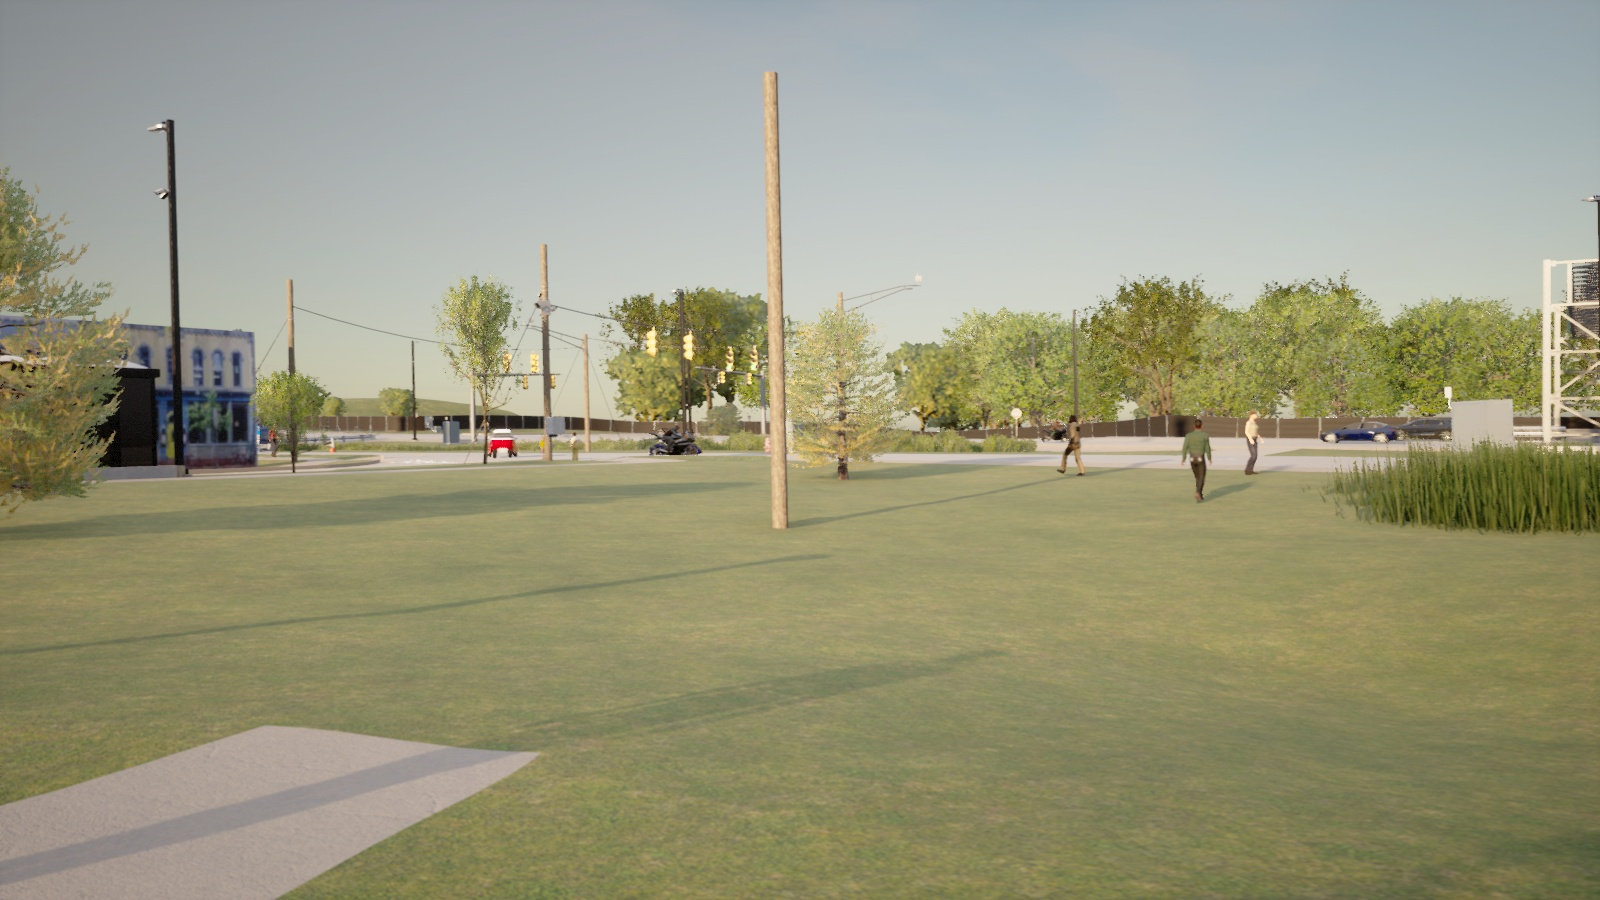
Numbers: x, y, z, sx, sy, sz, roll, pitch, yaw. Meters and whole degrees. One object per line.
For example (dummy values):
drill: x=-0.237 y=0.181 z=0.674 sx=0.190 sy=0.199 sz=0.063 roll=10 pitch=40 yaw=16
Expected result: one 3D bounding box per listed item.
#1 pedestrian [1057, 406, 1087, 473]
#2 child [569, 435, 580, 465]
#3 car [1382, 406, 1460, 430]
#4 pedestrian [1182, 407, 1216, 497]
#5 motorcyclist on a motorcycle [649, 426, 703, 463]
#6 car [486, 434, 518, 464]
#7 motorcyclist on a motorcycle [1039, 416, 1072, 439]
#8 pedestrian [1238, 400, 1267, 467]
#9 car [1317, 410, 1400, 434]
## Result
pedestrian: x=7.965 y=-0.301 z=36.790 sx=0.396 sy=1.930 sz=0.692 roll=-3 pitch=1 yaw=-39
child: x=-9.545 y=-0.004 z=53.156 sx=0.270 sy=1.263 sz=0.437 roll=-2 pitch=0 yaw=10
car: x=43.925 y=-2.246 z=88.911 sx=4.856 sy=1.649 sz=2.033 roll=0 pitch=1 yaw=23
pedestrian: x=8.732 y=0.035 z=27.473 sx=0.423 sy=1.949 sz=0.788 roll=-2 pitch=1 yaw=33
motorcyclist on a motorcycle: x=-5.445 y=-0.240 z=55.189 sx=2.191 sy=1.530 sz=0.866 roll=-2 pitch=2 yaw=3
car: x=-14.681 y=-0.075 z=61.830 sx=1.481 sy=1.376 sz=2.207 roll=-2 pitch=1 yaw=-14
motorcyclist on a motorcycle: x=17.734 y=-1.558 z=87.090 sx=2.044 sy=1.523 sz=0.797 roll=0 pitch=1 yaw=32
pedestrian: x=12.747 y=-0.460 z=35.369 sx=0.345 sy=1.836 sz=0.594 roll=-3 pitch=1 yaw=-40
car: x=37.035 y=-1.829 z=83.340 sx=4.792 sy=1.488 sz=2.163 roll=0 pitch=1 yaw=32
